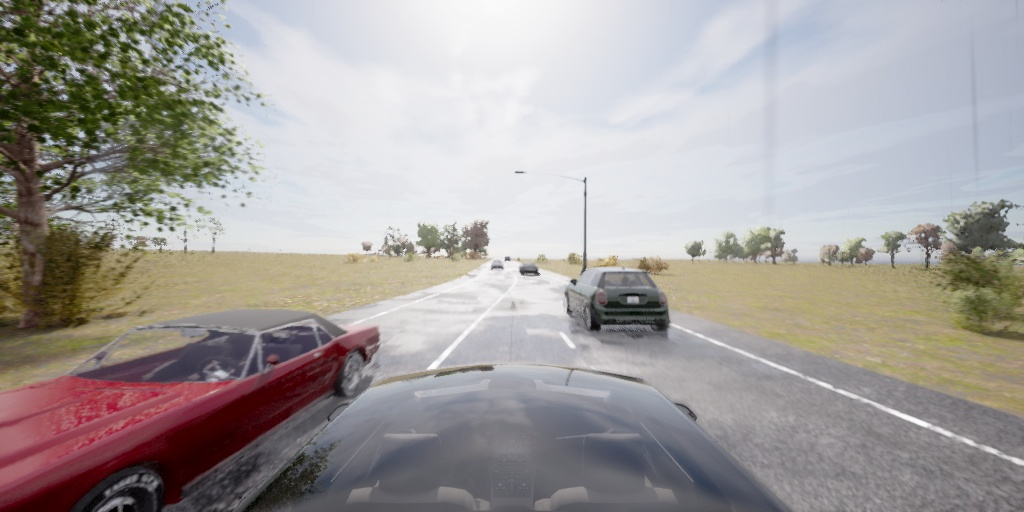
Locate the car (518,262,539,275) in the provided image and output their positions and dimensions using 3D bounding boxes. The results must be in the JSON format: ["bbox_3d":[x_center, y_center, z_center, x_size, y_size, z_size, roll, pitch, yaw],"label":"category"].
[{"bbox_3d":[1.830,1.330,40.212,1.994,1.385,4.181,0,0,-2],"label":"car"}]

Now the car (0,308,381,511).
[{"bbox_3d":[-3.214,1.327,3.756,1.895,1.301,4.718,0,0,3],"label":"car"}]

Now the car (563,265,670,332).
[{"bbox_3d":[2.970,1.125,11.164,2.097,1.767,4.553,0,0,-2],"label":"car"}]

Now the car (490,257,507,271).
[{"bbox_3d":[-2.076,1.265,50.506,1.812,1.442,4.674,0,0,-2],"label":"car"}]
